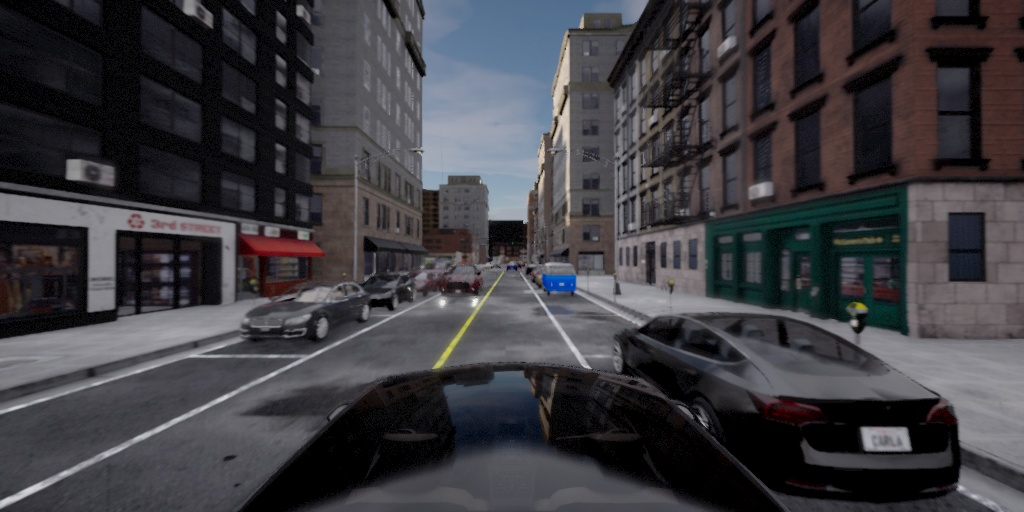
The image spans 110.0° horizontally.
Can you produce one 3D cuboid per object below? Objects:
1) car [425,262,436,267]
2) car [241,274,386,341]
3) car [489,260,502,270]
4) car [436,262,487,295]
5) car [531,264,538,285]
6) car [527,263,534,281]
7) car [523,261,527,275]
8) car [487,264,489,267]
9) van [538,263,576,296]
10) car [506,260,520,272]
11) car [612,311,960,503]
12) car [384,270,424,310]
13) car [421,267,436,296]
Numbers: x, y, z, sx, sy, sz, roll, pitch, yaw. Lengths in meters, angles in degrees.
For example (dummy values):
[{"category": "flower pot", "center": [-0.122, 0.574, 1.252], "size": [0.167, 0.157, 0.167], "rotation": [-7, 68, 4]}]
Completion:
[{"category": "car", "center": [-5.393, 1.326, 26.235], "size": [2.192, 1.841, 5.009], "rotation": [0, 0, 0]}, {"category": "car", "center": [-5.390, 1.389, 10.007], "size": [2.007, 1.370, 4.403], "rotation": [0, 0, 0]}, {"category": "car", "center": [-2.764, 1.553, 62.169], "size": [1.837, 1.490, 4.892], "rotation": [0, -1, 0]}, {"category": "car", "center": [-2.854, 1.310, 21.232], "size": [2.097, 1.767, 4.553], "rotation": [0, -1, 0]}, {"category": "car", "center": [2.632, 1.537, 26.406], "size": [1.751, 1.417, 4.829], "rotation": [0, 0, 0]}, {"category": "car", "center": [2.631, 1.510, 31.645], "size": [1.967, 1.591, 4.097], "rotation": [0, 0, 0]}, {"category": "car", "center": [2.740, 1.709, 46.575], "size": [1.882, 1.535, 5.008], "rotation": [0, -1, 0]}, {"category": "car", "center": [-5.400, 1.911, 58.689], "size": [2.007, 1.370, 4.403], "rotation": [0, 0, 0]}, {"category": "van", "center": [2.633, 1.295, 20.827], "size": [1.690, 1.789, 3.998], "rotation": [0, 0, 0]}, {"category": "car", "center": [-0.007, 1.870, 61.435], "size": [1.882, 1.535, 5.008], "rotation": [0, -1, 0]}, {"category": "car", "center": [2.636, 1.347, 4.600], "size": [1.948, 1.339, 4.313], "rotation": [0, 0, 0]}, {"category": "car", "center": [-5.391, 1.462, 15.416], "size": [1.948, 1.339, 4.313], "rotation": [0, 0, 0]}, {"category": "car", "center": [-5.392, 1.536, 20.826], "size": [1.802, 1.307, 4.207], "rotation": [0, 0, 0]}]
